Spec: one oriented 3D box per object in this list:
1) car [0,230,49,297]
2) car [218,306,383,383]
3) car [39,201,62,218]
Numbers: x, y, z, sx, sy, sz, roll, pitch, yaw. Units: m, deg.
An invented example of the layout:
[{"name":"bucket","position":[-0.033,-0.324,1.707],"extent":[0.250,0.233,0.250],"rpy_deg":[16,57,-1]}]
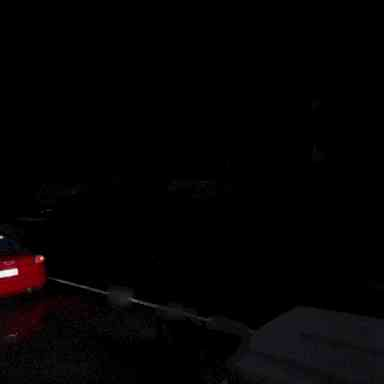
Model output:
[{"name":"car","position":[-5.206,1.564,7.754],"extent":[4.181,1.385,1.994],"rpy_deg":[0,0,37]},{"name":"car","position":[2.532,1.601,2.177],"extent":[4.718,1.301,1.895],"rpy_deg":[0,0,36]},{"name":"car","position":[-11.395,1.466,30.320],"extent":[1.837,1.490,4.892],"rpy_deg":[0,0,35]}]
